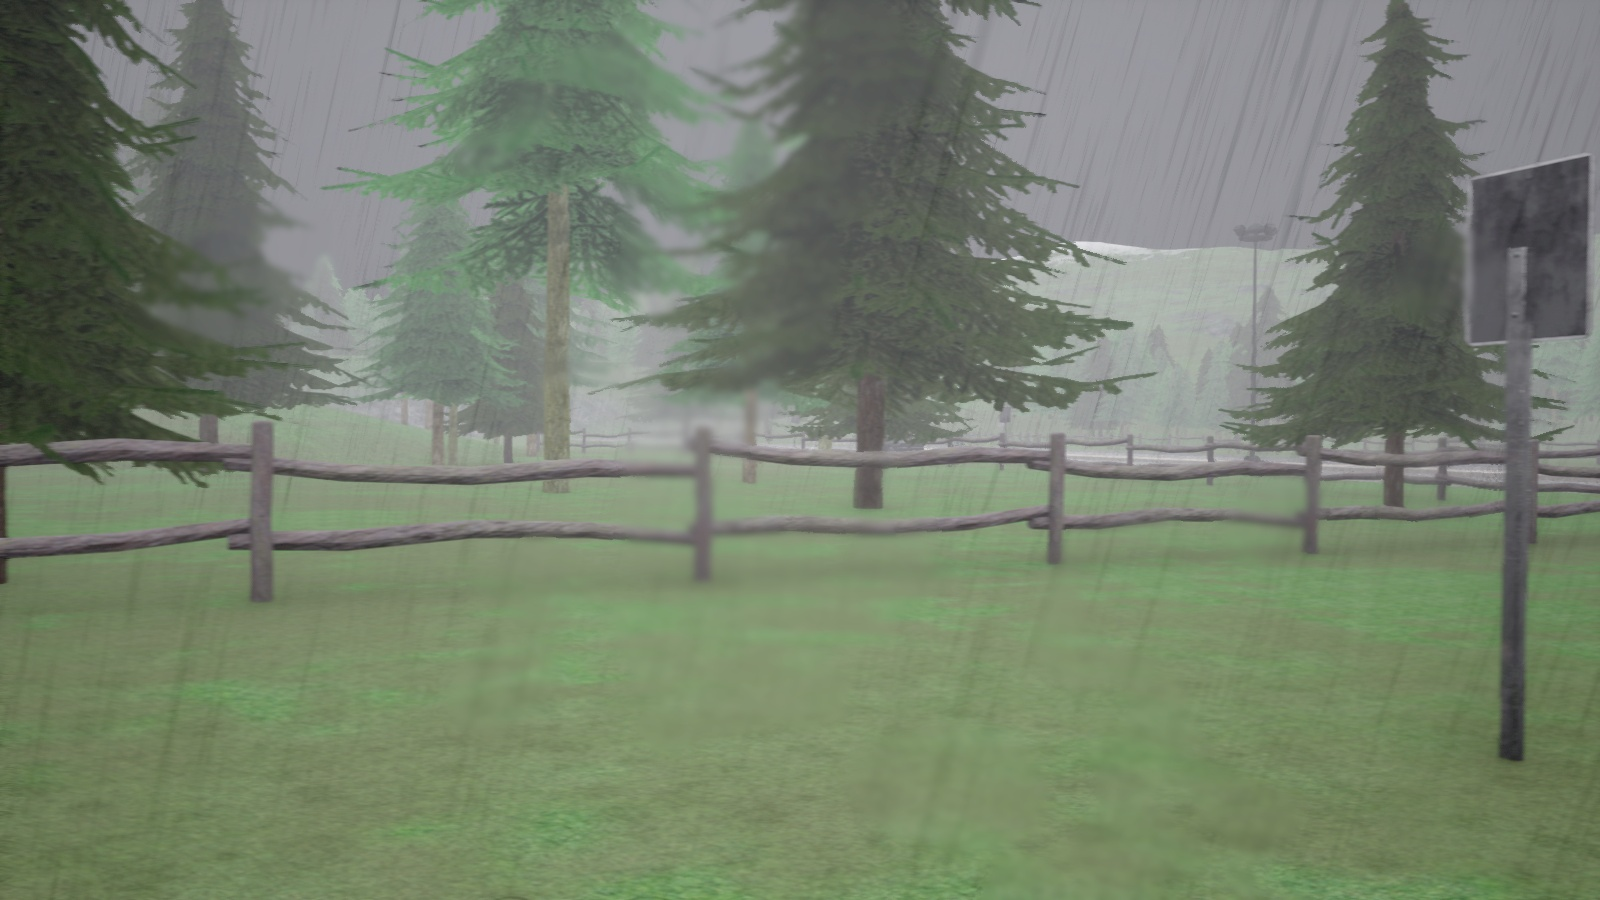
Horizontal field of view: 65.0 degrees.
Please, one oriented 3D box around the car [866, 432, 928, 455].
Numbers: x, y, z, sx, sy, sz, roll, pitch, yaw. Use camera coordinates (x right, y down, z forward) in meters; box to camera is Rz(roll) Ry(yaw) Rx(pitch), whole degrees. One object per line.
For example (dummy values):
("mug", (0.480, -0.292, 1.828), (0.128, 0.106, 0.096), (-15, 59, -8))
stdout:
("car", (5.817, -0.398, 75.807), (1.895, 1.301, 4.718), (-1, 1, -20))
